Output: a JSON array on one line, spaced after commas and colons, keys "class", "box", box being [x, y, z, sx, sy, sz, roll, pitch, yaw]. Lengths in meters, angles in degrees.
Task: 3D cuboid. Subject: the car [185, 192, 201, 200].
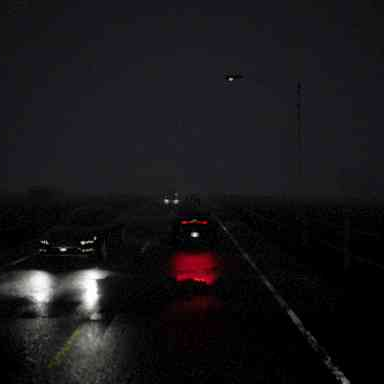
[{"class": "car", "box": [0.115, 0.801, 43.661, 2.128, 1.511, 4.902, 0, 1, 0]}]

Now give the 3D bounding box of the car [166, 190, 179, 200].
[{"class": "car", "box": [-3.480, 0.425, 58.938, 2.097, 1.767, 4.553, 0, 1, 0]}]

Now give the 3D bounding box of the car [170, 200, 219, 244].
[{"class": "car", "box": [0.104, 1.273, 14.396, 1.837, 1.490, 4.892, 0, 0, 0]}]

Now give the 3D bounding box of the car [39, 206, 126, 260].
[{"class": "car", "box": [-3.594, 1.318, 11.709, 1.837, 1.490, 4.892, 0, 1, 0]}]
